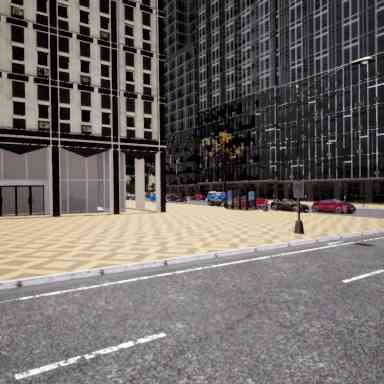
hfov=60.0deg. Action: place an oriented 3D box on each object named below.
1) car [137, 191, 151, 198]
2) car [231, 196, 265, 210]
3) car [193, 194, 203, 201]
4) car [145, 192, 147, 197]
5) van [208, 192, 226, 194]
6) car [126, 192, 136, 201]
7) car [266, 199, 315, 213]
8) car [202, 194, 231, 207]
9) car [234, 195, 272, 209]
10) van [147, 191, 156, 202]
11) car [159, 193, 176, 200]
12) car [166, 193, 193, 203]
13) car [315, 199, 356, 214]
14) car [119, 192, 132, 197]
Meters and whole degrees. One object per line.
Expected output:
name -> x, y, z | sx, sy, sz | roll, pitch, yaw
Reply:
car -> -11.859, 0.686, 81.840 | 1.967, 1.590, 4.097 | 0, 1, -35
car -> 6.971, 1.388, 39.597 | 1.802, 1.307, 4.206 | 0, 1, -35
car -> 1.052, 1.043, 63.129 | 1.802, 1.307, 4.206 | 0, 1, -35
car -> -8.631, 0.615, 77.161 | 2.192, 1.841, 5.009 | 0, 1, -35
van -> 4.279, 0.855, 58.448 | 1.690, 1.788, 3.998 | 0, 1, -35
car -> -12.301, 1.040, 67.728 | 2.008, 1.369, 4.403 | 0, 1, -35
car -> 10.185, 1.424, 34.907 | 1.947, 1.339, 4.313 | 0, 1, -35
car -> 3.792, 1.320, 44.308 | 1.947, 1.339, 4.313 | 0, 1, -35
car -> 7.816, 1.219, 43.116 | 1.882, 1.535, 5.008 | -1, 1, -35
van -> -5.846, 0.937, 58.369 | 1.690, 1.788, 3.998 | 0, 1, -35
car -> -5.403, 0.936, 72.486 | 1.802, 1.307, 4.206 | 0, 1, -35
car -> -2.353, 1.082, 57.943 | 1.837, 1.490, 4.892 | -1, 1, -34
car -> 14.294, 1.408, 33.725 | 1.994, 1.385, 4.181 | -1, 1, -35
car -> -18.313, 0.689, 91.198 | 2.008, 1.369, 4.403 | 0, 1, -35
